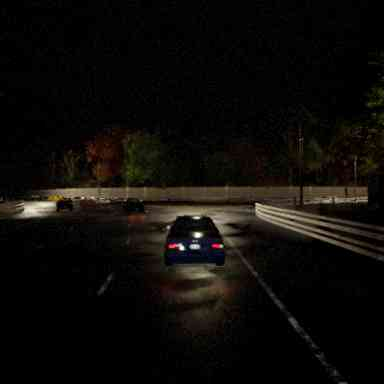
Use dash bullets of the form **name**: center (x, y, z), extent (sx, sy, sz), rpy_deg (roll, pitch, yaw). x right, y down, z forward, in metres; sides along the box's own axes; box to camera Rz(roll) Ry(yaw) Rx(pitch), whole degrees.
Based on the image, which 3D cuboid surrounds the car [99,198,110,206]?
- **car**: center (-15.309, 1.642, 55.902), extent (1.895, 1.301, 4.718), rpy_deg (0, 0, -30)

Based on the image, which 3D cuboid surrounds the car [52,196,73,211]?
- **car**: center (-16.006, 1.538, 41.723), extent (2.128, 1.511, 4.902), rpy_deg (0, 0, -23)

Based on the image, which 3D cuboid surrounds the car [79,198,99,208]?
- **car**: center (-15.338, 1.607, 48.719), extent (1.994, 1.385, 4.181), rpy_deg (0, 0, -26)

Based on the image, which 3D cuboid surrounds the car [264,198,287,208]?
- **car**: center (11.136, 1.517, 44.928), extent (1.994, 1.385, 4.181), rpy_deg (0, 0, 41)

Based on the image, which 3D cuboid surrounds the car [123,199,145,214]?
- **car**: center (-6.384, 1.507, 36.025), extent (2.128, 1.511, 4.902), rpy_deg (0, 0, -18)

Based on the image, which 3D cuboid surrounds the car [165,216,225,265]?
- **car**: center (0.068, 1.545, 11.604), extent (2.033, 1.411, 5.357), rpy_deg (0, 0, 0)

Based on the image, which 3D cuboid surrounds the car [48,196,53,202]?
- **car**: center (-32.156, 1.572, 78.311), extent (5.008, 1.535, 1.882), rpy_deg (0, 0, 44)
